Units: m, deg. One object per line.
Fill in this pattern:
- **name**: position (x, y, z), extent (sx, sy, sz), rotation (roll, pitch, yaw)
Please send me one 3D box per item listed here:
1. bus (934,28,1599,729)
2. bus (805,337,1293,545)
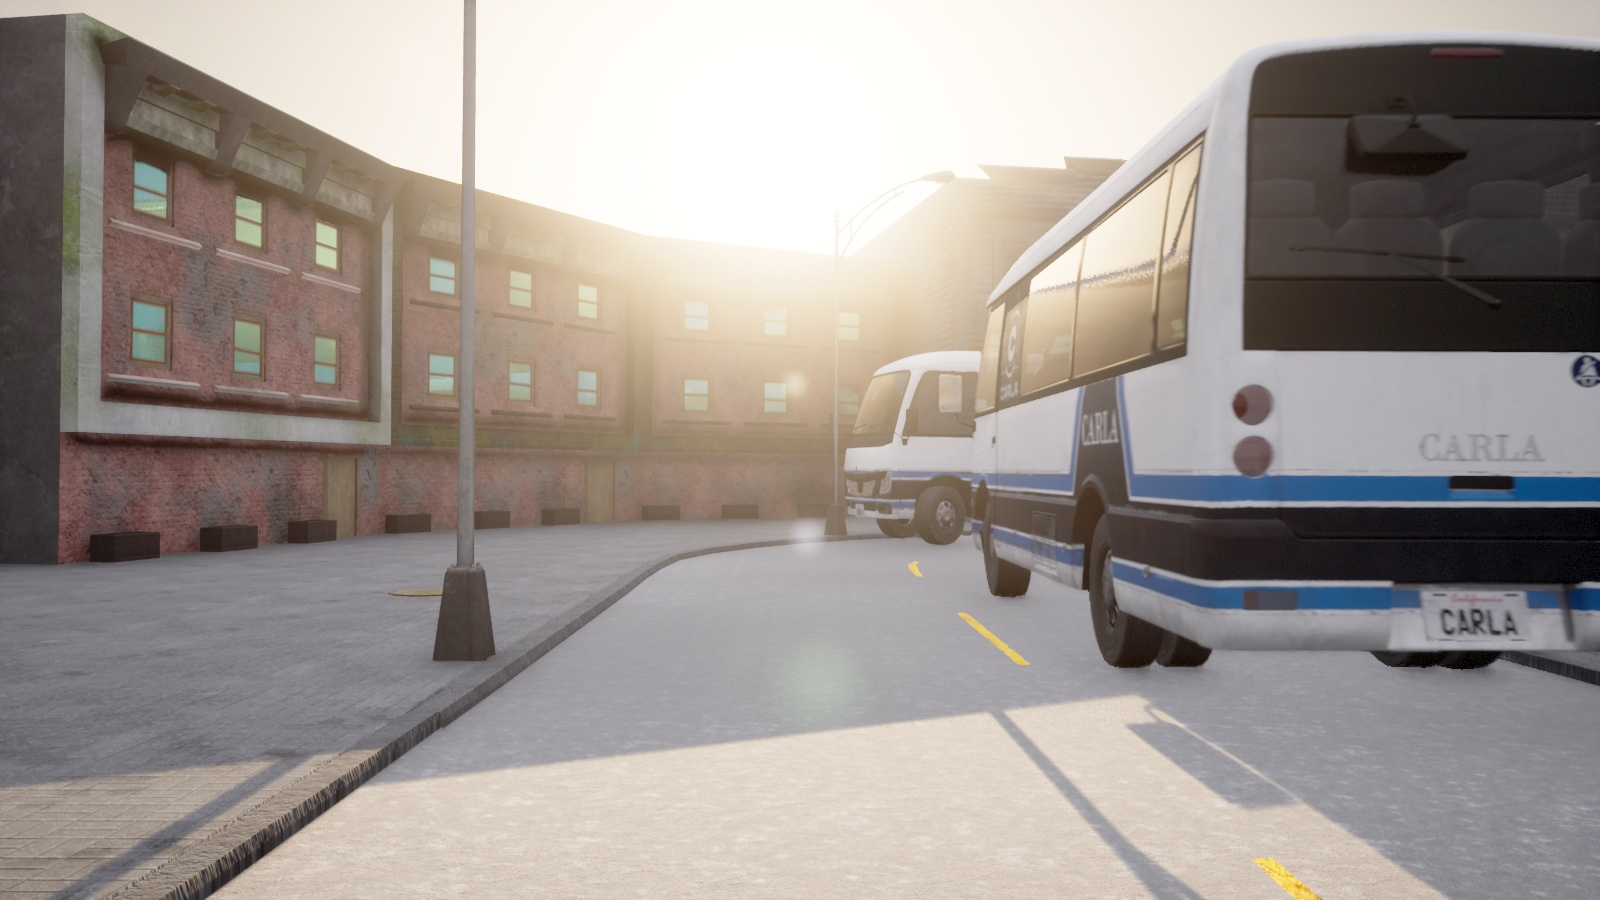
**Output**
- **bus**: position (3.918, -0.364, 12.769), extent (3.944, 4.253, 10.273), rotation (0, -1, 0)
- **bus**: position (5.594, -0.107, 28.851), extent (10.273, 4.253, 3.944), rotation (0, -1, -14)
